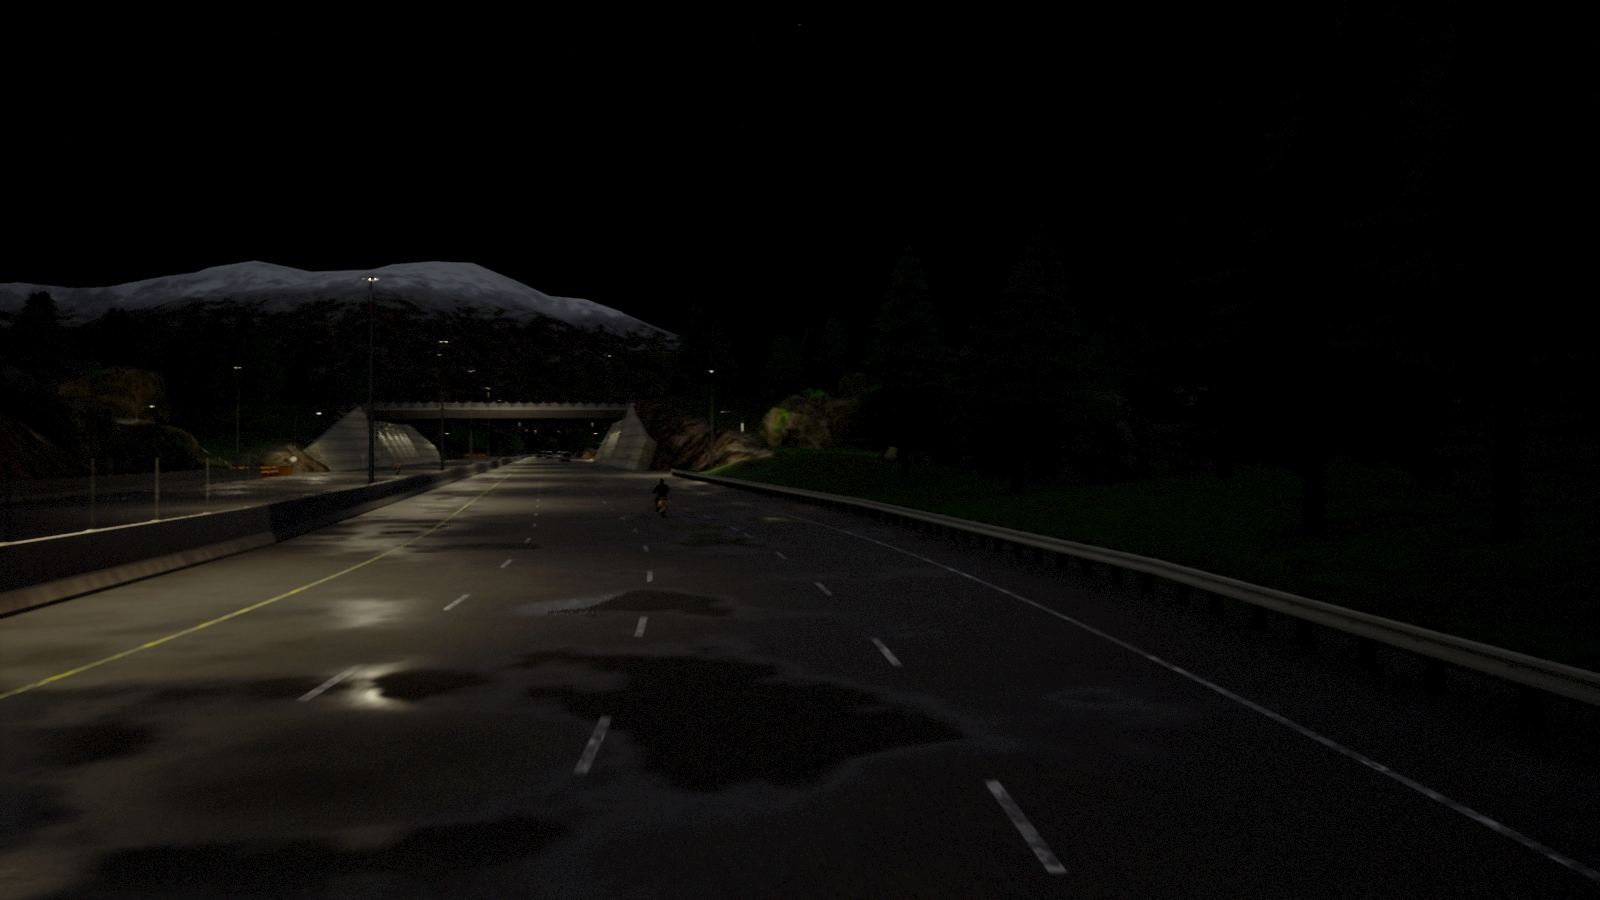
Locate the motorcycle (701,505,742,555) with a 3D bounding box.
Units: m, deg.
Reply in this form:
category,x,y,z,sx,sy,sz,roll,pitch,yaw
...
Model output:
category,x,y,z,sx,sy,sz,roll,pitch,yaw
motorcycle,-2.190,2.185,31.530,0.856,1.236,1.805,-1,0,-13
